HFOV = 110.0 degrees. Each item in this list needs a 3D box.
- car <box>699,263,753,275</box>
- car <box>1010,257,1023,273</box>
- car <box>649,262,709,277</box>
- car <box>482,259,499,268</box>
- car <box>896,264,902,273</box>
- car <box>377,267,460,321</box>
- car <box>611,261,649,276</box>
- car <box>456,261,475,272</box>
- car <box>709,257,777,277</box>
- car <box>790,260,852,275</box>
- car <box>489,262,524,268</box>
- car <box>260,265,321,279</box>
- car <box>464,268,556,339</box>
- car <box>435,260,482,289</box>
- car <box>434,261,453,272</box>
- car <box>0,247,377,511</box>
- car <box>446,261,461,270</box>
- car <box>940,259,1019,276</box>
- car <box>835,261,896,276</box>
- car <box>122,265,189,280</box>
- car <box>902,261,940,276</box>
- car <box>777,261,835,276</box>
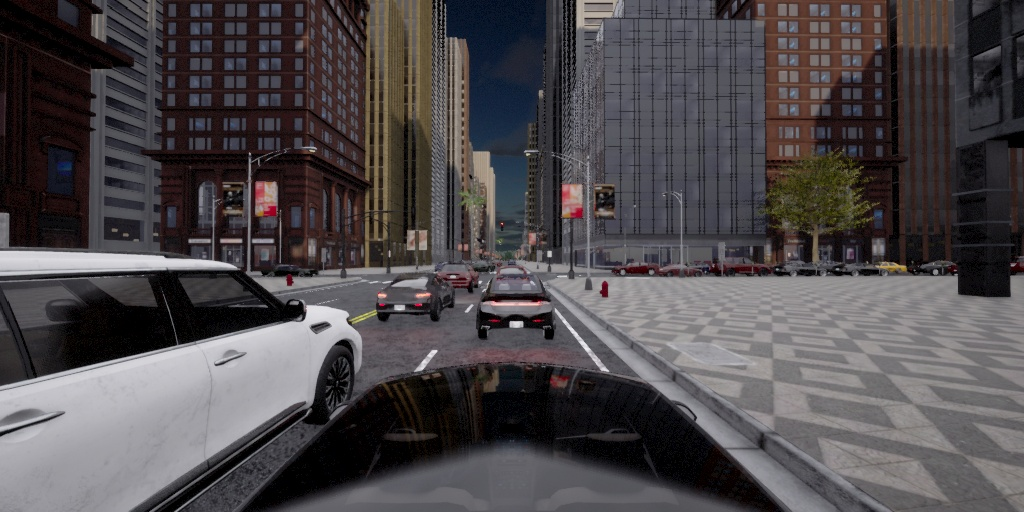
[{"bbox_3d":[23.155,1.389,38.835,4.718,1.301,1.895,0,-1,-1],"label":"car"},{"bbox_3d":[49.119,0.973,33.487,5.009,1.841,2.192,0,0,-1],"label":"car"},{"bbox_3d":[15.292,1.327,32.935,4.207,1.307,1.802,0,0,-1],"label":"car"},{"bbox_3d":[-3.566,1.287,46.626,2.097,1.767,4.553,0,0,10],"label":"car"},{"bbox_3d":[43.177,1.296,41.915,4.829,1.417,1.751,0,0,-1],"label":"car"},{"bbox_3d":[-3.158,1.288,12.376,1.812,1.442,4.674,0,0,0],"label":"car"},{"bbox_3d":[13.238,1.299,38.687,5.008,1.535,1.882,0,-1,-2],"label":"car"},{"bbox_3d":[-6.636,1.463,52.188,2.128,1.511,4.902,0,0,0],"label":"car"},{"bbox_3d":[20.930,1.041,33.027,5.009,1.841,2.192,0,0,-1],"label":"car"},{"bbox_3d":[33.566,1.251,38.998,4.902,1.511,2.128,0,-1,-1],"label":"car"},{"bbox_3d":[-0.014,1.260,19.567,1.882,1.535,5.008,0,0,0],"label":"car"},{"bbox_3d":[-21.500,1.523,34.931,4.718,1.301,1.895,0,-1,0],"label":"car"},{"bbox_3d":[0.093,1.248,10.066,2.128,1.511,4.902,0,0,0],"label":"car"},{"bbox_3d":[-3.164,1.142,21.356,2.097,1.767,4.553,0,0,0],"label":"car"},{"bbox_3d":[-9.877,1.496,51.910,1.812,1.442,4.674,0,0,0],"label":"car"},{"bbox_3d":[-3.155,0.972,2.597,2.150,2.045,5.566,0,0,0],"label":"car"},{"bbox_3d":[-9.873,1.558,60.833,1.812,1.442,4.674,0,0,0],"label":"car"},{"bbox_3d":[43.480,1.214,33.395,4.507,1.381,1.888,0,0,-1],"label":"car"},{"bbox_3d":[32.204,1.260,33.211,4.313,1.339,1.948,0,0,-1],"label":"car"},{"bbox_3d":[-34.649,1.583,34.932,4.718,1.301,1.895,0,-1,0],"label":"car"},{"bbox_3d":[42.828,1.206,36.010,4.892,1.490,1.837,0,-1,-1],"label":"car"},{"bbox_3d":[26.567,1.276,33.119,4.313,1.339,1.948,0,0,-1],"label":"car"}]
